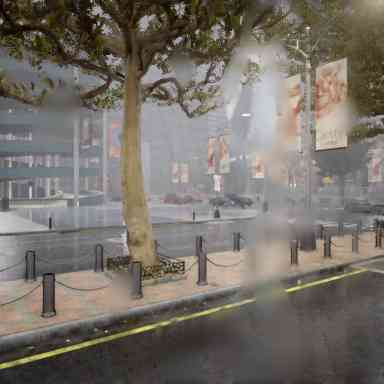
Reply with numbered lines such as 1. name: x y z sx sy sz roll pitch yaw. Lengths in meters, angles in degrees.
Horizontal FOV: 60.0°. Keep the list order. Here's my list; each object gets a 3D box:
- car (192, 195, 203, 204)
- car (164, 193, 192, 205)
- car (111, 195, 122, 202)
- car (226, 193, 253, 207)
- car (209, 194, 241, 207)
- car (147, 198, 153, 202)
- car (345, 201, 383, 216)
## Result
1. car: 0.119 1.352 62.837 2.097 1.767 4.553 0 0 -38
2. car: -2.938 1.221 61.152 2.150 2.045 5.566 0 0 -38
3. car: -15.279 1.489 71.882 4.892 1.490 1.837 0 0 26
4. car: 7.221 1.221 53.110 2.150 2.045 5.566 0 0 -36
5. car: 4.610 1.491 50.738 2.128 1.511 4.902 0 0 -35
6. car: -11.155 1.538 73.602 5.357 1.411 2.033 0 0 33
7. car: 17.349 1.564 32.757 1.994 1.385 4.181 0 0 -35
